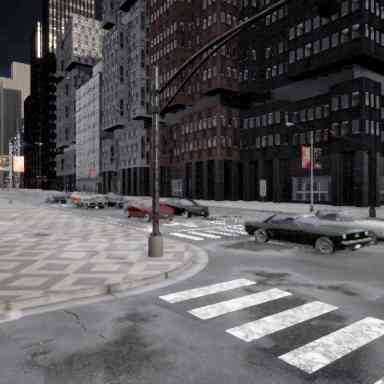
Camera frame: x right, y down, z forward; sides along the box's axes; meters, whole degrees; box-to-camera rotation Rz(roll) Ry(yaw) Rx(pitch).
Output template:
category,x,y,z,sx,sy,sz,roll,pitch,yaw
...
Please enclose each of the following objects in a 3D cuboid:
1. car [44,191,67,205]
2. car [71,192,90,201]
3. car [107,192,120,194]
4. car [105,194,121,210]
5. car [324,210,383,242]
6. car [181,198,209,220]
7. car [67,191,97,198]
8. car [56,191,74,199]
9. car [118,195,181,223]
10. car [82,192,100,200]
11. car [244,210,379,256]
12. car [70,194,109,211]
category,x,y,z,sx,sy,sz,roll,pitch,yaw
car,-18.430,0.899,44.782,2.033,1.411,5.357,0,1,-36
car,-19.202,0.708,57.271,1.812,1.442,4.674,0,1,-35
car,-12.926,0.765,54.110,2.128,1.511,4.902,0,1,-36
car,-7.725,1.153,35.418,1.895,1.301,4.718,0,1,-36
car,6.896,1.507,15.098,1.895,1.301,4.718,0,1,-36
car,-0.687,1.201,25.636,1.882,1.535,5.008,0,1,-36
car,-15.179,0.716,45.823,2.097,1.767,4.553,0,1,-36
car,-25.005,0.572,65.333,2.033,1.411,5.357,0,1,-36
car,-3.129,1.209,23.460,1.882,1.535,5.008,0,1,-36
car,-18.993,0.713,62.542,1.895,1.301,4.718,0,1,-36
car,4.337,1.513,13.087,1.895,1.301,4.718,0,1,-36
car,-10.399,1.156,33.573,1.895,1.301,4.718,0,1,-36
